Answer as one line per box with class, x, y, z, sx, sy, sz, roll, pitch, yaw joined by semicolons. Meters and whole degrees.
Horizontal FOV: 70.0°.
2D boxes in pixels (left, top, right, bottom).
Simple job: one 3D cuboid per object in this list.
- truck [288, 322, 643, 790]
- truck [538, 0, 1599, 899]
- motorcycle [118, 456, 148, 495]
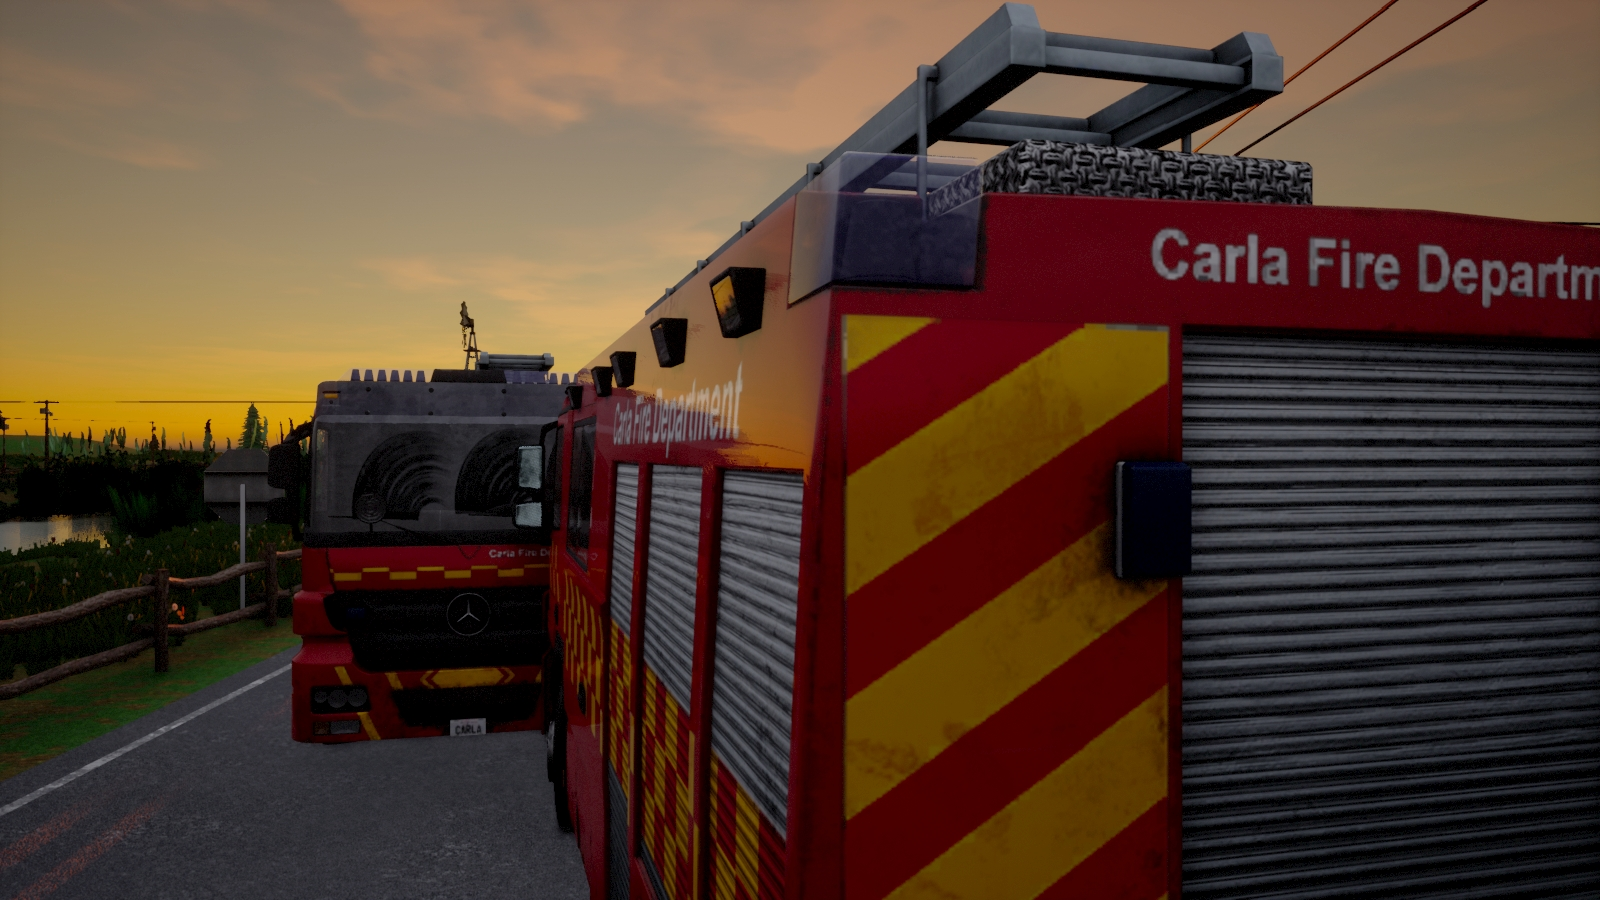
truck;-3.935;0.862;13.803;2.891;3.827;8.468;0;0;-16
truck;0.123;0.867;6.869;2.891;3.827;8.468;0;0;-16
motorcycle;-41.452;1.577;71.056;0.803;2.348;2.033;0;0;-4
